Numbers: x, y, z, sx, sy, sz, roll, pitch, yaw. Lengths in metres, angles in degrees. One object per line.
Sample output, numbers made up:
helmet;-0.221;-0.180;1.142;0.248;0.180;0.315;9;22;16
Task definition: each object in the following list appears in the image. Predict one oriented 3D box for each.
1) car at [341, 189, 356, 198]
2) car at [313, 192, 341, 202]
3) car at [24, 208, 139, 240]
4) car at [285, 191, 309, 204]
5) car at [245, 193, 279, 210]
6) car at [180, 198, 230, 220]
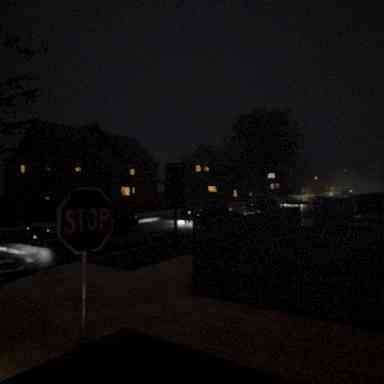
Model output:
car;24.050;0.275;51.273;1.837;1.490;4.892;0;2;35
car;16.156;0.685;40.201;1.895;1.301;4.718;0;1;35
car;-4.895;1.372;15.676;2.033;1.411;5.357;0;1;34
car;12.879;0.633;40.603;1.812;1.442;4.674;0;2;36
car;6.858;0.853;32.221;1.837;1.490;4.892;0;2;36
car;0.987;1.149;23.982;1.994;1.385;4.181;0;2;36
